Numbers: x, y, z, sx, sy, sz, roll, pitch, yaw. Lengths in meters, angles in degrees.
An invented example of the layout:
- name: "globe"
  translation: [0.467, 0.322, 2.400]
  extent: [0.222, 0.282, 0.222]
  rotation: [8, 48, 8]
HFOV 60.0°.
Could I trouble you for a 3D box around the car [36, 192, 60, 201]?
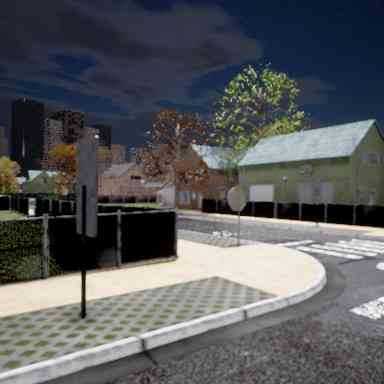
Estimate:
- name: "car"
  translation: [-20.005, 0.981, 46.073]
  extent: [2.150, 2.045, 5.566]
  rotation: [1, 0, -37]
